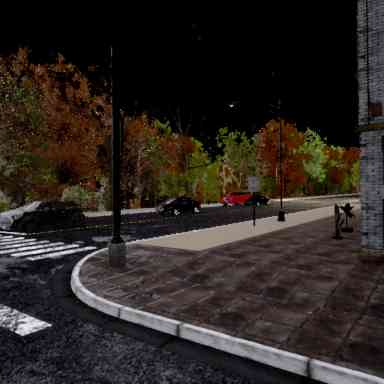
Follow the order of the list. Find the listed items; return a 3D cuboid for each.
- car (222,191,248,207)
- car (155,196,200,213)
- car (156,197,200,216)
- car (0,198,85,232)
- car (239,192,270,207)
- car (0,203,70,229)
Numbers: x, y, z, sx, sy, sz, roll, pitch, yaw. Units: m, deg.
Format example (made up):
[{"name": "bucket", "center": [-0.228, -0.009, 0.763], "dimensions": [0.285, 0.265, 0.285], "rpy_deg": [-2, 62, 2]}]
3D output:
[{"name": "car", "center": [6.144, 0.859, 44.820], "dimensions": [2.150, 2.045, 5.566], "rpy_deg": [-1, 0, 36]}, {"name": "car", "center": [-1.424, 1.264, 34.565], "dimensions": [2.128, 1.511, 4.902], "rpy_deg": [-1, 0, 36]}, {"name": "car", "center": [-1.148, 1.271, 29.460], "dimensions": [1.837, 1.490, 4.892], "rpy_deg": [-1, 1, 36]}, {"name": "car", "center": [-8.575, 1.250, 19.274], "dimensions": [2.097, 1.767, 4.553], "rpy_deg": [-1, 0, 35]}, {"name": "car", "center": [8.255, 1.113, 42.205], "dimensions": [1.837, 1.490, 4.892], "rpy_deg": [-1, 0, 37]}, {"name": "car", "center": [-10.586, 1.493, 22.110], "dimensions": [1.994, 1.385, 4.181], "rpy_deg": [-1, 0, 36]}]
